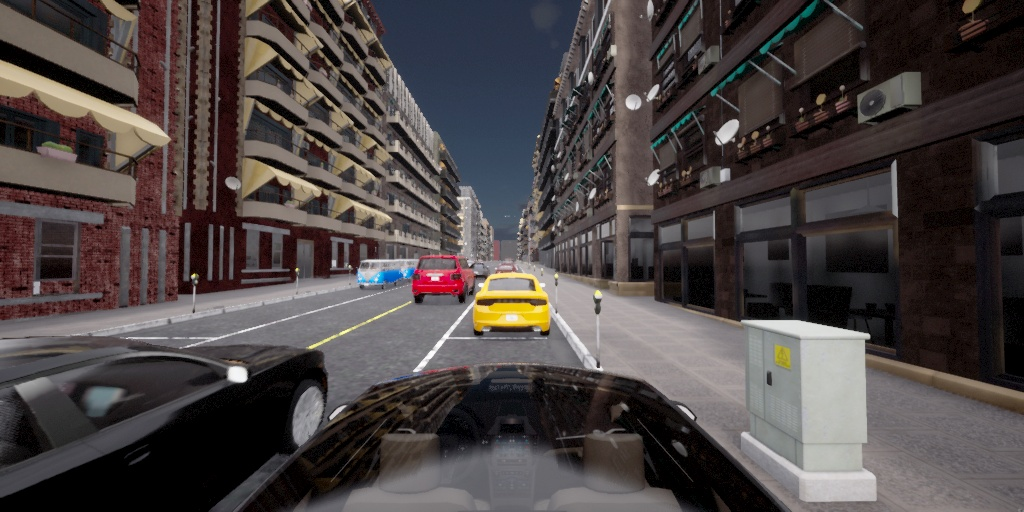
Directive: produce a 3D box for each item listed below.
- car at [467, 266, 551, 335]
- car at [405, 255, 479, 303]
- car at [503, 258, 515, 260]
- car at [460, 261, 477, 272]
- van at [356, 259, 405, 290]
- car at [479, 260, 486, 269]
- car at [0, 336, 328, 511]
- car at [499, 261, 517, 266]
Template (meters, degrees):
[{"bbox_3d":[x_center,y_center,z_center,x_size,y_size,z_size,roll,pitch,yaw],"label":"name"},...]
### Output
[{"bbox_3d":[-0.006,1.232,10.503,1.882,1.535,5.008,0,0,0],"label":"car"},{"bbox_3d":[-3.020,0.977,16.781,2.150,2.045,5.566,0,0,0],"label":"car"},{"bbox_3d":[-0.445,1.240,39.134,1.967,1.591,4.097,0,0,0],"label":"car"},{"bbox_3d":[-5.775,1.349,48.118,1.812,1.442,4.674,0,0,0],"label":"car"},{"bbox_3d":[-8.335,1.108,22.603,1.690,1.789,3.998,0,0,0],"label":"van"},{"bbox_3d":[-3.018,1.348,32.054,1.994,1.385,4.181,0,0,0],"label":"car"},{"bbox_3d":[-3.020,1.228,2.083,1.882,1.535,5.008,0,0,0],"label":"car"},{"bbox_3d":[-0.452,1.322,28.072,1.888,1.381,4.507,0,0,0],"label":"car"}]
